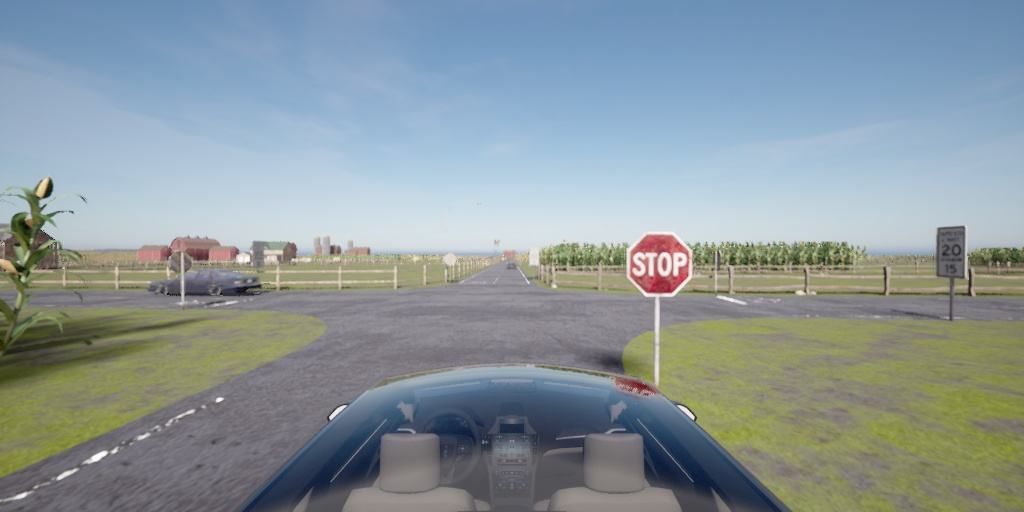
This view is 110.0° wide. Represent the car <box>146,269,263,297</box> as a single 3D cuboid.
[{"bbox_3d":[-16.707,1.426,19.634,5.357,1.411,2.033,0,0,4],"label":"car"}]

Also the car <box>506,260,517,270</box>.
[{"bbox_3d":[-0.079,1.591,63.093,2.128,1.511,4.902,0,0,0],"label":"car"}]
